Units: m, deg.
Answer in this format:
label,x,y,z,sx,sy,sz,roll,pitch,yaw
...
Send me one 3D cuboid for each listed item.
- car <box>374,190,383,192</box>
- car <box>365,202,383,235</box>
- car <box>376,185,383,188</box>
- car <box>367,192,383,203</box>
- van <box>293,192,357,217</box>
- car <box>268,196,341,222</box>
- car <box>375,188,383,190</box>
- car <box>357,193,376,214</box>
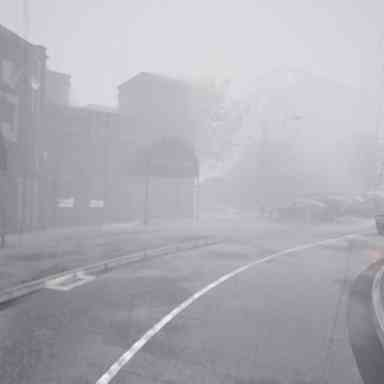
label,x,y,z,sx,sy,sz,roll,pitch,yaw
car,16.554,0.866,31.592,2.231,1.521,4.892,-3,2,-39
car,11.423,1.437,17.524,4.902,1.511,2.128,-2,2,-39
car,23.199,0.240,36.872,2.435,2.045,5.566,-3,2,-39
car,14.466,1.022,29.935,2.002,1.452,4.674,-3,2,-39
van,10.175,0.997,26.351,1.878,1.987,4.442,-3,2,-39
car,7.919,1.319,24.692,2.231,1.521,4.892,-2,2,-39
car,21.011,0.613,35.154,2.097,1.535,5.008,-3,2,-39
car,12.285,1.106,28.197,2.231,1.521,4.892,-3,2,-39
